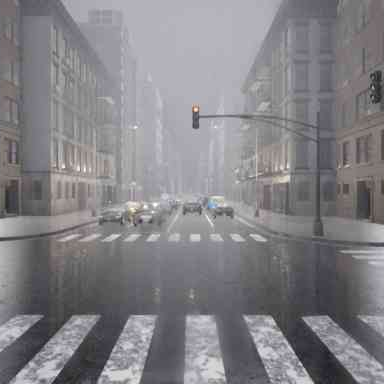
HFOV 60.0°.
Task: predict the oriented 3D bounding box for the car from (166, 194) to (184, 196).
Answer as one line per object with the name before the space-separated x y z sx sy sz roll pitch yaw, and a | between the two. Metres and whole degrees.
car | -2.816 1.473 53.259 1.882 1.535 5.008 0 0 1

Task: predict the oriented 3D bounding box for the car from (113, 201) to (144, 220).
car | -5.405 1.523 28.975 1.752 1.417 4.829 0 0 0

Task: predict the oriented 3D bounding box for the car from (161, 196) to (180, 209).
car | -2.850 1.560 43.004 1.994 1.385 4.181 0 0 1

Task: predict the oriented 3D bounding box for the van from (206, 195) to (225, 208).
van | 2.629 1.338 34.555 1.690 1.788 3.998 0 0 0

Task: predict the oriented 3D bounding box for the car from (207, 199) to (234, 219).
car | 2.629 1.548 29.148 2.008 1.369 4.403 0 0 0

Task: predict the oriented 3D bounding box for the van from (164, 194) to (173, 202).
van | -5.467 1.336 77.800 1.690 1.788 3.998 0 0 0

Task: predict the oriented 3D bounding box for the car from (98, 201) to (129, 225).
car | -5.399 1.549 23.738 2.008 1.369 4.403 0 0 0

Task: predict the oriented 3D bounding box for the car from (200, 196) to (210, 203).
car | 2.626 1.521 67.161 1.752 1.417 4.829 0 0 0

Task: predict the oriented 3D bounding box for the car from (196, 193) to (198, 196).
car | 2.624 1.539 83.211 1.887 1.381 4.507 0 0 0

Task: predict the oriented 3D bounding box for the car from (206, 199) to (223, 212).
car | 2.628 1.578 39.961 1.802 1.307 4.206 0 0 0

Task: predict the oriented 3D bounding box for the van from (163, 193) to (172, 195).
van | -5.453 1.336 66.987 1.690 1.788 3.998 0 0 0

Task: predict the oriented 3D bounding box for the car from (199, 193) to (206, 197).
car | 2.627 1.311 50.773 2.192 1.841 5.009 0 0 0

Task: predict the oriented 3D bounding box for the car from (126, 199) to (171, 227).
car | -2.857 1.489 23.107 2.128 1.511 4.902 0 0 0

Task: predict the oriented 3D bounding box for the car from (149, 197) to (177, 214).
car | -2.856 1.544 32.991 2.033 1.411 5.357 0 0 0

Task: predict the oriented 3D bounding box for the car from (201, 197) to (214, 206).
car | 2.627 1.562 56.180 1.947 1.339 4.313 0 0 0

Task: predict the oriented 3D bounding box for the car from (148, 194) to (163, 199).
car | -5.426 1.436 45.363 1.967 1.590 4.097 0 0 0

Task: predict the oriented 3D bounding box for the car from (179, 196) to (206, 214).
car | 0.049 1.488 35.166 2.128 1.511 4.902 0 0 0
